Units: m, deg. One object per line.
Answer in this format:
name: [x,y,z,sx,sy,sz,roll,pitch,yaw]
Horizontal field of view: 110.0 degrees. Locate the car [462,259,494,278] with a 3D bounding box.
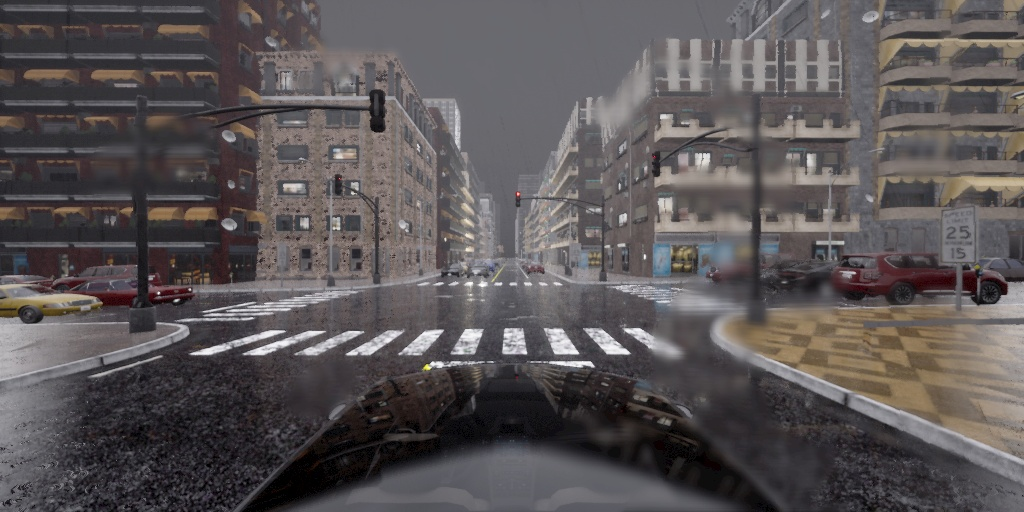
car: [-3.163,1.264,34.030,2.128,1.511,4.902,0,0,0]

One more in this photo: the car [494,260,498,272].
car: [-3.184,1.260,45.113,1.882,1.535,5.008,0,0,0]

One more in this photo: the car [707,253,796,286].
car: [14.537,0.769,21.531,5.009,1.841,2.192,0,0,-1]

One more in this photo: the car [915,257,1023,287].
car: [25.206,0.807,19.053,5.357,1.411,2.033,-1,0,-1]

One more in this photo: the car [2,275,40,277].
car: [-29.299,1.805,21.029,4.507,1.381,1.888,0,0,-1]

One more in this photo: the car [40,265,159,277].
car: [-23.637,1.472,21.090,5.009,1.841,2.192,0,0,-1]

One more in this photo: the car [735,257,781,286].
car: [14.937,0.956,18.944,4.892,1.490,1.837,-1,0,-1]

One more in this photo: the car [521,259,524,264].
car: [2.602,1.224,46.538,1.967,1.591,4.097,0,0,0]

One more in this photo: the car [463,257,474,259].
car: [-5.778,1.099,46.520,2.192,1.841,5.009,0,0,0]

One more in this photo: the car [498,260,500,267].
car: [-3.151,1.406,65.209,1.895,1.301,4.718,0,0,0]

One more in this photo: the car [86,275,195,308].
car: [-16.627,1.640,15.402,4.718,1.301,1.895,-1,0,0]

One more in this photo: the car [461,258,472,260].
car: [-5.767,1.304,40.668,1.751,1.417,4.829,0,0,0]

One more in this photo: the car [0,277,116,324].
car: [-17.652,1.591,12.805,4.829,1.417,1.751,0,0,-1]

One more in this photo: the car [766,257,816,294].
car: [14.477,0.943,15.753,5.008,1.535,1.882,-1,0,0]

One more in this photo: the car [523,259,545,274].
car: [2.613,1.218,40.856,1.967,1.591,4.097,0,0,0]

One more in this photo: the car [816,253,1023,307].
car: [14.688,0.781,13.152,5.009,1.841,2.192,0,0,-1]

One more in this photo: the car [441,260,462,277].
car: [-5.756,1.339,35.155,1.948,1.339,4.313,0,0,0]
